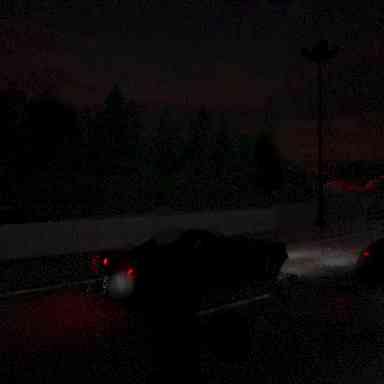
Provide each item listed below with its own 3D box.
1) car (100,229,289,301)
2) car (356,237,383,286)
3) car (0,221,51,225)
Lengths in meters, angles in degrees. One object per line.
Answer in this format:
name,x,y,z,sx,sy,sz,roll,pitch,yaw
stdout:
car,0.286,1.598,8.353,4.718,1.301,1.895,0,0,-36
car,5.890,1.528,8.222,4.181,1.385,1.994,0,0,-37
car,-8.870,1.557,14.917,4.892,1.490,1.837,0,0,-35
